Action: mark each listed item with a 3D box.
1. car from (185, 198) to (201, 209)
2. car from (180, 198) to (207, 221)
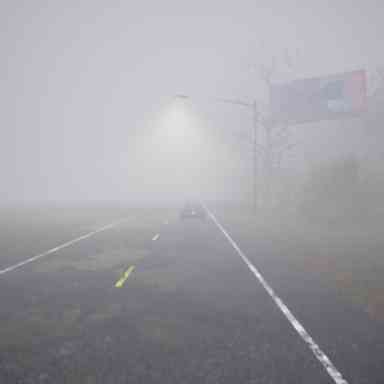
[{"bbox_3d":[0.113,1.429,42.256,1.895,1.301,4.718,0,0,0],"label":"car"},{"bbox_3d":[0.105,1.458,26.038,1.994,1.385,4.181,0,0,0],"label":"car"}]
